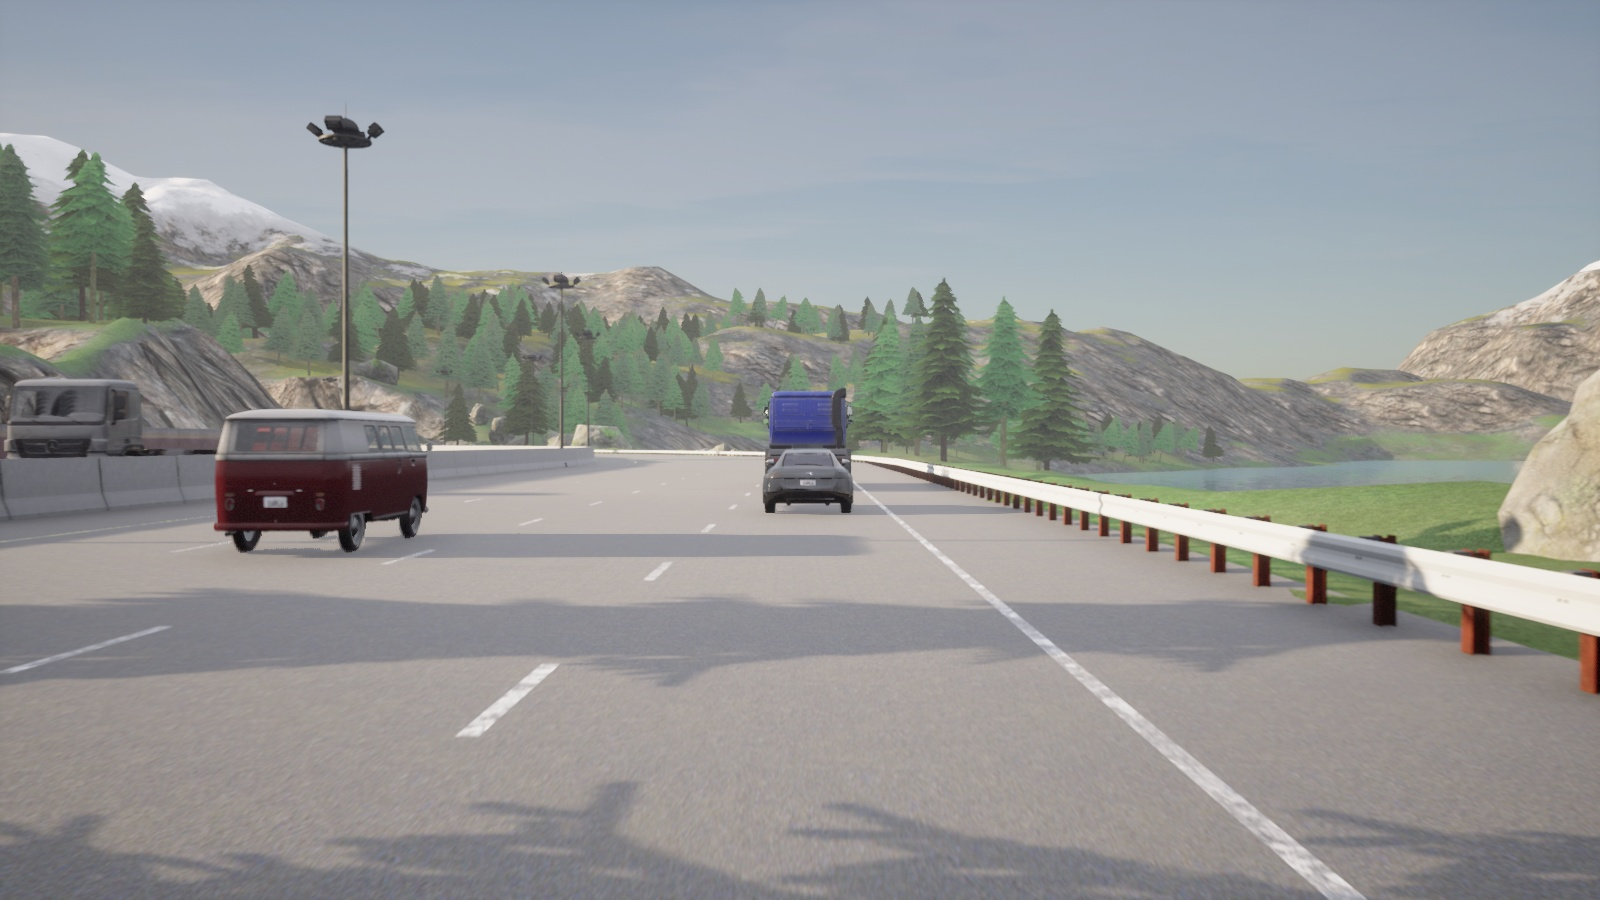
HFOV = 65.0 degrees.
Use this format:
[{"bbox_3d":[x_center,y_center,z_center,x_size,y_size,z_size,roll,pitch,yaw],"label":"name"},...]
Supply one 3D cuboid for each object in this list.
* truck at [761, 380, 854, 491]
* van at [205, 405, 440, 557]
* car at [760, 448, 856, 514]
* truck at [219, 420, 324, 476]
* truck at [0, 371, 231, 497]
[{"bbox_3d":[0.264,-0.473,43.004,2.891,3.462,7.936,0,0,0],"label":"truck"},{"bbox_3d":[-6.877,0.391,18.644,1.775,1.987,4.442,0,0,0],"label":"van"},{"bbox_3d":[0.179,0.652,28.439,1.994,1.385,4.181,0,0,0],"label":"car"},{"bbox_3d":[-24.170,-0.074,57.662,2.627,2.467,5.204,0,0,0],"label":"truck"},{"bbox_3d":[-20.762,-0.466,38.650,2.891,3.462,7.936,0,0,0],"label":"truck"}]
